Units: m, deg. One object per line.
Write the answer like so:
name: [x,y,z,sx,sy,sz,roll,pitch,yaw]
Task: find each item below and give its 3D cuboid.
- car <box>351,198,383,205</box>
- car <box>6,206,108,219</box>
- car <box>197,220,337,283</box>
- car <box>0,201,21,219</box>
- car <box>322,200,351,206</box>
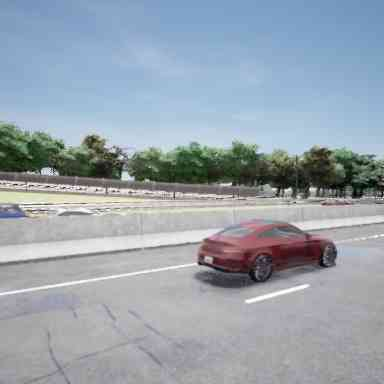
car: [22.284,1.556,41.358,5.008,1.535,1.882,0,0,-35]
car: [-6.393,1.530,16.628,4.674,1.442,1.812,0,0,-35]
car: [2.282,1.533,9.688,4.674,1.442,1.812,0,0,-36]
car: [-11.086,1.354,17.580,4.553,1.767,2.097,0,0,-35]
car: [18.999,1.675,43.316,4.718,1.301,1.895,0,0,-35]
